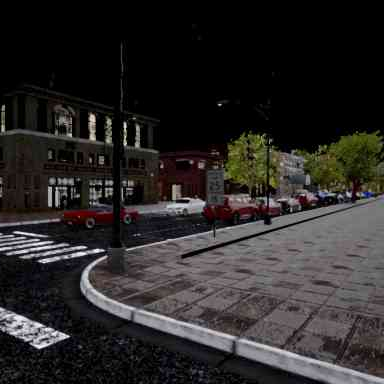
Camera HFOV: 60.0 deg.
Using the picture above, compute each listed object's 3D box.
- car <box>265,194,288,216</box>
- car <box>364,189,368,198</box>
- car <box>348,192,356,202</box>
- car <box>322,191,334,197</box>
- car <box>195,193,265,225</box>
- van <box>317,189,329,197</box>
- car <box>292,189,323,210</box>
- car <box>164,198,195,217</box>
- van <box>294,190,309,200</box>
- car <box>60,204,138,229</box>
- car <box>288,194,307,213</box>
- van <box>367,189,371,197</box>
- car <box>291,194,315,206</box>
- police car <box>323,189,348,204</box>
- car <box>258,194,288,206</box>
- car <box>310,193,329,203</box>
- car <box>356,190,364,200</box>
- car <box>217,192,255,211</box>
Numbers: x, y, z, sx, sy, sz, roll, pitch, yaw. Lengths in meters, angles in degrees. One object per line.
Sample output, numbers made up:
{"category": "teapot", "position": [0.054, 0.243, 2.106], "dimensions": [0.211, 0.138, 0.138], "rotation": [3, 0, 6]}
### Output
{"category": "car", "position": [5.823, 1.152, 26.723], "dimensions": [1.967, 1.590, 4.097], "rotation": [1, 2, 34]}
{"category": "car", "position": [34.180, 0.623, 67.972], "dimensions": [1.752, 1.417, 4.829], "rotation": [1, 2, 34]}
{"category": "car", "position": [23.722, 0.690, 52.029], "dimensions": [2.097, 1.767, 4.553], "rotation": [1, 1, 35]}
{"category": "car", "position": [33.450, 0.437, 81.704], "dimensions": [2.008, 1.369, 4.403], "rotation": [1, 2, 34]}
{"category": "car", "position": [2.684, 1.093, 22.153], "dimensions": [2.192, 1.841, 5.009], "rotation": [1, 1, 34]}
{"category": "van", "position": [30.312, 0.297, 77.131], "dimensions": [1.690, 1.788, 3.998], "rotation": [1, 2, 34]}
{"category": "car", "position": [12.105, 0.893, 35.856], "dimensions": [2.192, 1.841, 5.009], "rotation": [1, 2, 34]}
{"category": "car", "position": [-0.385, 1.216, 27.933], "dimensions": [1.812, 1.442, 4.674], "rotation": [1, 1, 35]}
{"category": "van", "position": [20.892, 0.504, 63.430], "dimensions": [1.690, 1.788, 3.998], "rotation": [1, 2, 34]}
{"category": "car", "position": [-5.567, 1.401, 20.390], "dimensions": [1.895, 1.301, 4.718], "rotation": [1, 1, 34]}
{"category": "car", "position": [8.962, 1.195, 31.294], "dimensions": [2.008, 1.369, 4.403], "rotation": [1, 2, 34]}
{"category": "van", "position": [40.366, 0.302, 76.964], "dimensions": [1.690, 1.788, 3.998], "rotation": [1, 2, 34]}
{"category": "car", "position": [15.003, 0.970, 44.743], "dimensions": [1.812, 1.442, 4.674], "rotation": [1, 1, 35]}
{"category": "police car", "position": [19.853, 0.847, 46.365], "dimensions": [1.930, 1.638, 5.238], "rotation": [1, 1, 35]}
{"category": "car", "position": [10.781, 1.000, 44.106], "dimensions": [2.033, 1.411, 5.357], "rotation": [1, 1, 35]}
{"category": "car", "position": [20.012, 0.860, 52.129], "dimensions": [1.812, 1.442, 4.674], "rotation": [1, 1, 35]}
{"category": "car", "position": [30.943, 0.750, 63.266], "dimensions": [1.802, 1.307, 4.206], "rotation": [1, 2, 34]}
{"category": "car", "position": [4.745, 0.933, 35.378], "dimensions": [2.097, 1.767, 4.553], "rotation": [1, 1, 35]}
